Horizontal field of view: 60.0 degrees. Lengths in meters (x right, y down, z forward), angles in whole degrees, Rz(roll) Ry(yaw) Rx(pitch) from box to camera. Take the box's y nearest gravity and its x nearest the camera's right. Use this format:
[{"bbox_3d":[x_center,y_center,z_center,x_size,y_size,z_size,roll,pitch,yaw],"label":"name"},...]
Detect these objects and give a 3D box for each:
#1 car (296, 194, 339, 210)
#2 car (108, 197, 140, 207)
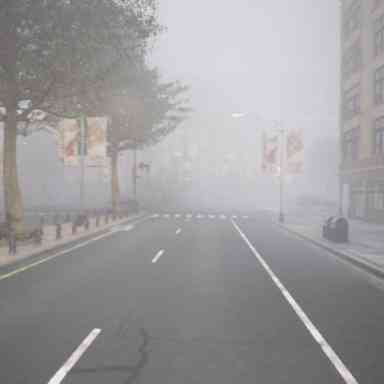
[{"bbox_3d":[16.963,1.345,45.142,5.566,2.045,2.150,1,0,4],"label":"car"},{"bbox_3d":[-9.927,1.433,48.052,4.718,1.301,1.895,1,0,29],"label":"car"}]
